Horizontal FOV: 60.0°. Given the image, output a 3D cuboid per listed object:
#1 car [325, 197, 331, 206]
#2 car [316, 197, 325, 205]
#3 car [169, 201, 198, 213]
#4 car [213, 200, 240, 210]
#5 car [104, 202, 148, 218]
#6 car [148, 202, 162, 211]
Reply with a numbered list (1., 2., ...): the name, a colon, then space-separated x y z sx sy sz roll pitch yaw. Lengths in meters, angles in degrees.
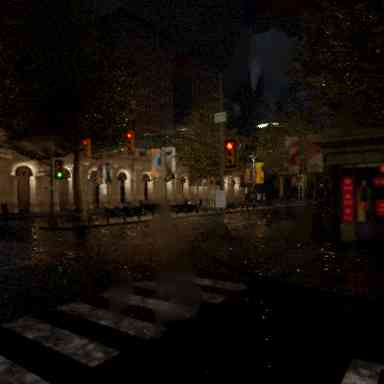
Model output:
1. car: 24.992 1.696 57.193 2.033 1.411 5.357 -1 0 36
2. car: 25.061 1.695 63.259 1.837 1.490 4.892 -1 0 35
3. car: -1.028 1.852 41.141 1.994 1.385 4.181 -1 0 35
4. car: 5.230 1.835 49.781 2.033 1.411 5.357 -1 0 36
5. car: -6.794 1.853 33.139 1.994 1.385 4.181 -1 0 36
6. car: -6.326 1.961 45.150 1.895 1.301 4.718 -1 0 36
